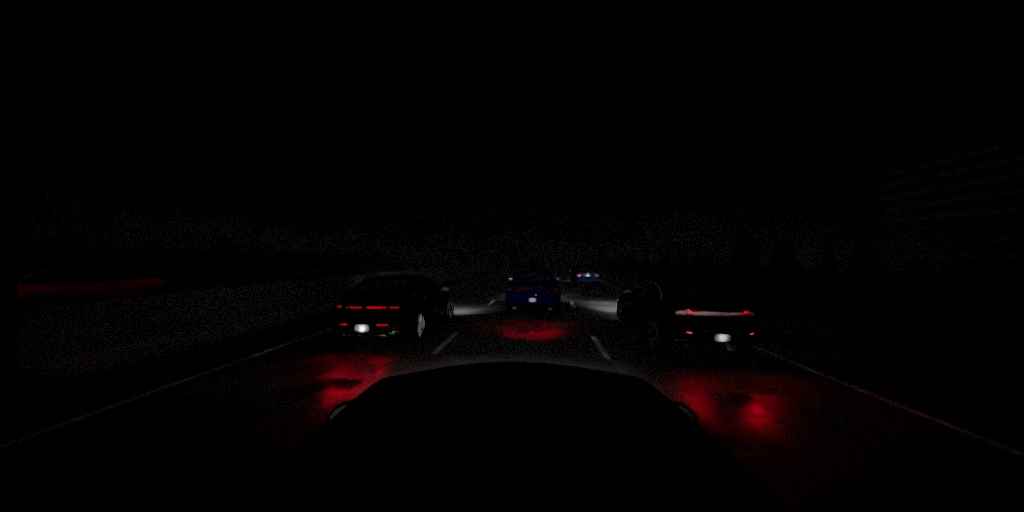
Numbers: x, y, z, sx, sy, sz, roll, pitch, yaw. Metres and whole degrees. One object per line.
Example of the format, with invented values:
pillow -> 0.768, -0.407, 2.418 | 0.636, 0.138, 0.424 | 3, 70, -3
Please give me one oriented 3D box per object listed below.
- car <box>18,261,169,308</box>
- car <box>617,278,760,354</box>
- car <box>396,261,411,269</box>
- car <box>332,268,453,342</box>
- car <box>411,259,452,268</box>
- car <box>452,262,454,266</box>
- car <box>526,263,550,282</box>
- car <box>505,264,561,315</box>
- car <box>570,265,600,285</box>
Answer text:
car -> -13.642, 1.037, 11.099 | 2.097, 1.767, 4.553 | 0, 0, 4
car -> 3.989, 1.286, 8.950 | 2.128, 1.511, 4.902 | 0, 0, 4
car -> -13.935, 1.351, 48.085 | 1.994, 1.385, 4.181 | 0, 0, 5
car -> -2.957, 1.256, 9.848 | 1.837, 1.490, 4.892 | 0, 0, 4
car -> -7.973, 1.279, 36.100 | 2.128, 1.511, 4.902 | 0, 0, 5
car -> -10.007, 1.171, 52.897 | 2.033, 1.411, 5.357 | 0, -1, 5
car -> 2.365, 1.391, 32.146 | 2.033, 1.411, 5.357 | 0, 0, 5
car -> 0.843, 1.264, 13.948 | 1.882, 1.535, 5.008 | 0, 0, 4
car -> 5.456, 1.398, 27.226 | 2.033, 1.411, 5.357 | 0, 0, 5
